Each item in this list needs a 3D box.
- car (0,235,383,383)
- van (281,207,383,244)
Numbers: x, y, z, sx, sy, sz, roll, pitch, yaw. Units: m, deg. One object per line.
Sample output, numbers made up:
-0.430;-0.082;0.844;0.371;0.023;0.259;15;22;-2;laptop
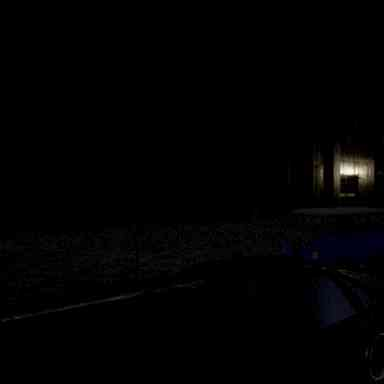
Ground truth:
0.598;1.548;3.808;5.357;1.411;2.033;0;0;-36;car
4.306;1.342;9.729;3.998;1.788;1.690;0;0;-36;van
